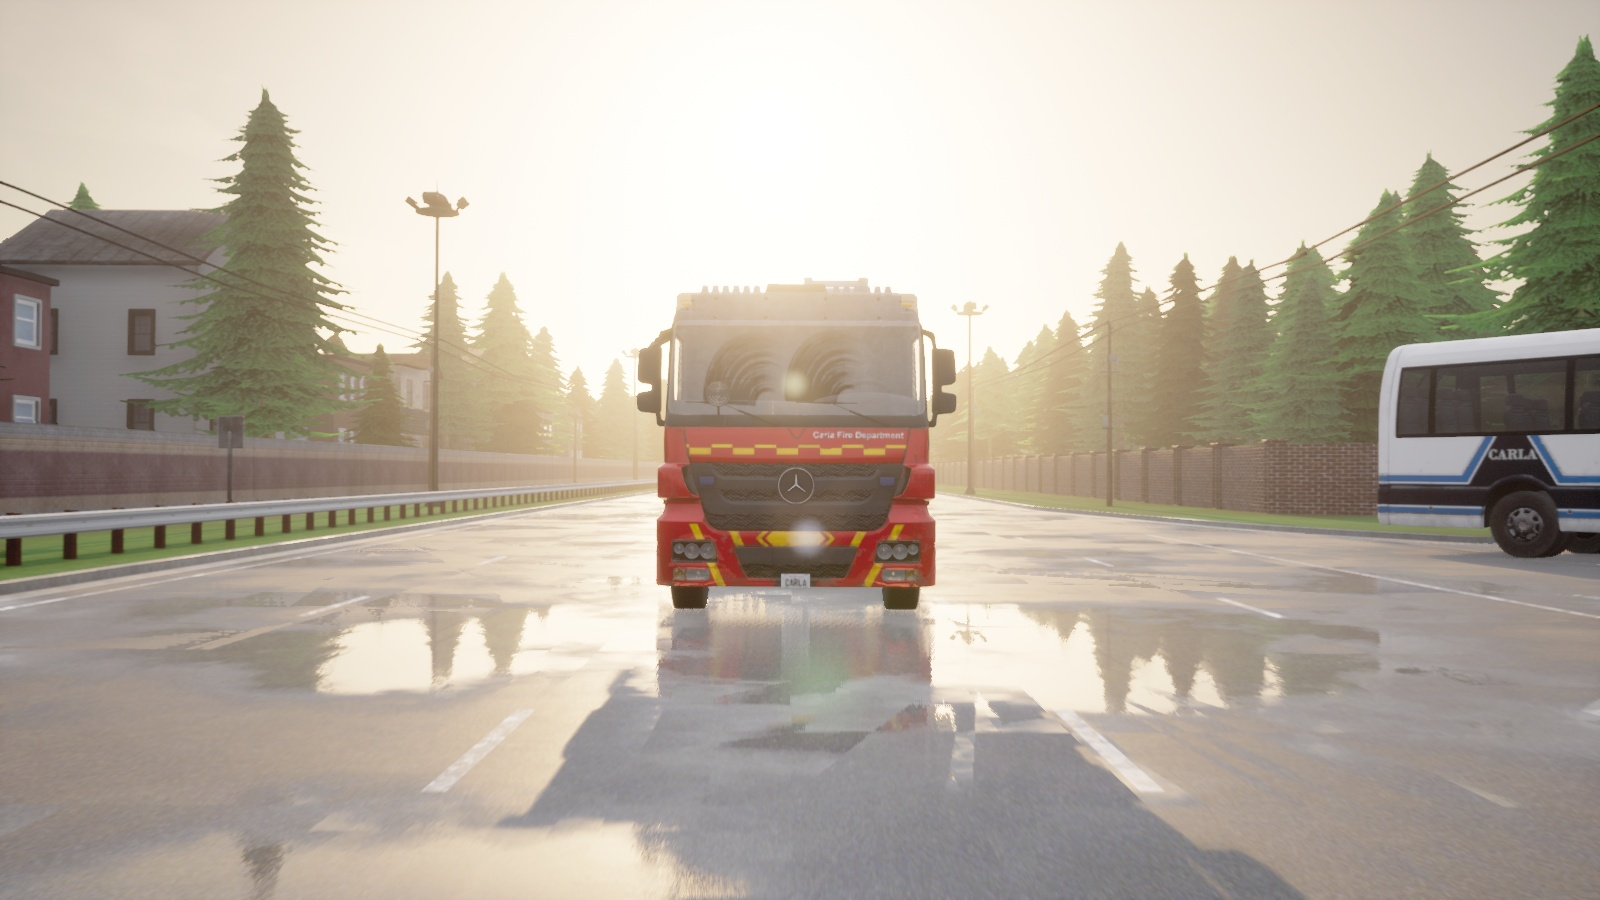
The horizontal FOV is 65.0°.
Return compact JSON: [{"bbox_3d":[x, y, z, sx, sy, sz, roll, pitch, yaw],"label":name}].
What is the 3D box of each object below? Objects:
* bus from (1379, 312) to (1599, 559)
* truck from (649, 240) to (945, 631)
[{"bbox_3d":[16.031,-0.264,21.774,3.944,4.253,10.273,0,-1,-34],"label":"bus"},{"bbox_3d":[-0.045,-0.074,16.560,2.891,3.827,8.468,0,-1,0],"label":"truck"}]
